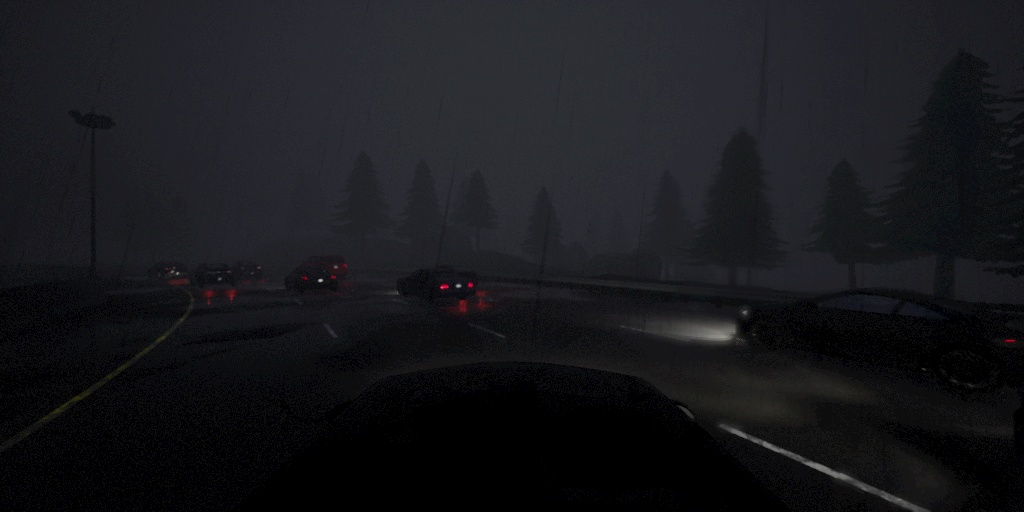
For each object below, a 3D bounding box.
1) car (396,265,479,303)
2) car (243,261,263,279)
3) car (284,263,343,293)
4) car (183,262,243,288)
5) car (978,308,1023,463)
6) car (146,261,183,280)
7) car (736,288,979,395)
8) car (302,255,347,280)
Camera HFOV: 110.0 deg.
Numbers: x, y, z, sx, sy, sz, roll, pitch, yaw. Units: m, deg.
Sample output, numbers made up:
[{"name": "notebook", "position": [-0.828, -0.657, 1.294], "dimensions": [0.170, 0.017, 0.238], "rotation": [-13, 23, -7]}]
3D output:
[{"name": "car", "position": [-3.712, 1.282, 16.784], "dimensions": [2.033, 1.411, 5.357], "rotation": [0, 0, -37]}, {"name": "car", "position": [-23.425, 1.213, 31.097], "dimensions": [4.902, 1.511, 2.128], "rotation": [0, 0, 36]}, {"name": "car", "position": [-11.626, 1.295, 20.654], "dimensions": [1.994, 1.385, 4.181], "rotation": [0, 0, -43]}, {"name": "car", "position": [-20.038, 1.221, 23.967], "dimensions": [4.902, 1.511, 2.128], "rotation": [0, 0, 42]}, {"name": "car", "position": [5.804, 1.227, 1.098], "dimensions": [1.882, 1.535, 5.008], "rotation": [0, 0, -24]}, {"name": "car", "position": [-30.312, 1.227, 31.555], "dimensions": [4.892, 1.490, 1.837], "rotation": [0, 0, 32]}, {"name": "car", "position": [6.753, 1.308, 6.866], "dimensions": [1.994, 1.385, 4.181], "rotation": [0, 0, -28]}, {"name": "car", "position": [-15.612, 0.945, 29.436], "dimensions": [5.566, 2.045, 2.150], "rotation": [0, 0, 41]}]
